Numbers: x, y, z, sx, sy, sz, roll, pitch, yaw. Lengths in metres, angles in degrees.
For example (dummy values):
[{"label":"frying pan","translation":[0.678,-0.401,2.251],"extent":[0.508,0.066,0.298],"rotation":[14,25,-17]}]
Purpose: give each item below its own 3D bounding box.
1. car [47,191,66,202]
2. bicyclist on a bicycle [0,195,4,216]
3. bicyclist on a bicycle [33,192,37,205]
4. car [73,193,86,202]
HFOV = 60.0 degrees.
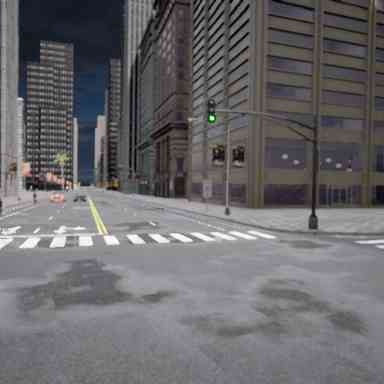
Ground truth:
[{"label":"car","translation":[-21.365,0.665,53.153],"extent":[2.097,1.767,4.553],"rotation":[1,0,-18]},{"label":"bicyclist on a bicycle","translation":[-14.848,1.061,25.695],"extent":[0.582,1.620,1.656],"rotation":[1,1,-18]},{"label":"bicyclist on a bicycle","translation":[-20.779,0.843,44.029],"extent":[0.582,1.620,1.656],"rotation":[1,1,-18]},{"label":"car","translation":[-18.266,0.891,54.127],"extent":[2.033,1.411,5.357],"rotation":[1,0,-18]}]
